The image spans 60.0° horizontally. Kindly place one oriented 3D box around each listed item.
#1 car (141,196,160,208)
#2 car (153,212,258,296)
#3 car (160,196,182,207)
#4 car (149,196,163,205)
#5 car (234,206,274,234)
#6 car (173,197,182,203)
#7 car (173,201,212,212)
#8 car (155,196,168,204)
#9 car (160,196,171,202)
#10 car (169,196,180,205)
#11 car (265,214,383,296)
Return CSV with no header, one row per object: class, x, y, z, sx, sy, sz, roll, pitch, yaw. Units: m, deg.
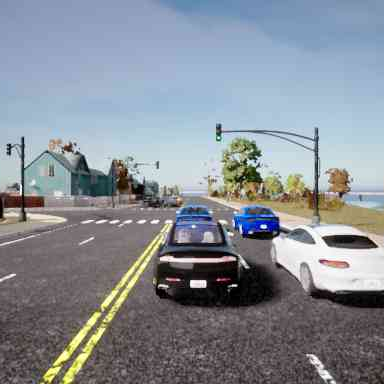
car,-6.474,1.550,50.314,1.837,1.490,4.892,0,0,0
car,0.120,1.495,8.619,2.128,1.511,4.902,0,0,0
car,-3.186,1.594,51.425,2.033,1.411,5.357,0,0,3
car,-6.436,1.566,59.724,1.837,1.490,4.892,0,0,0
car,3.392,1.485,18.188,1.882,1.535,5.008,0,0,0
car,-3.085,1.680,71.418,1.895,1.301,4.718,0,0,0
car,0.128,1.485,18.510,1.882,1.535,5.008,0,0,0
car,-6.340,1.621,69.749,2.033,1.411,5.357,0,0,0
car,-6.316,1.645,80.115,2.033,1.411,5.357,0,0,0
car,-3.172,1.542,61.410,1.882,1.535,5.008,0,0,0
car,3.366,1.528,8.519,1.812,1.442,4.674,0,0,0
